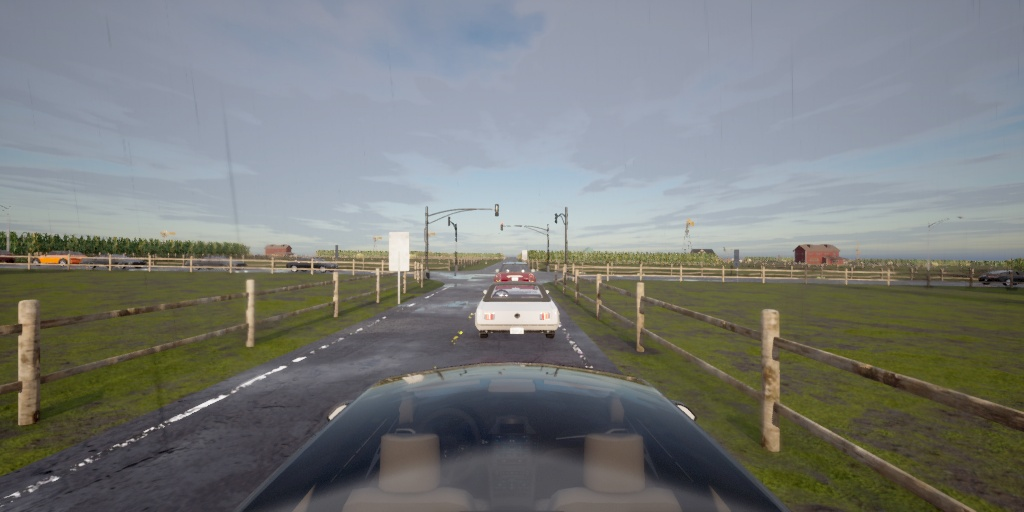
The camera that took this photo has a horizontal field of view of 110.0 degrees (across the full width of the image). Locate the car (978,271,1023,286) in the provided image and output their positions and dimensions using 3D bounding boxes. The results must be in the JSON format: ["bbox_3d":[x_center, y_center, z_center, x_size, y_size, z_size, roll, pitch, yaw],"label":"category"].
[{"bbox_3d":[50.703,2.256,36.485,4.892,1.490,1.837,1,0,0],"label":"car"}]

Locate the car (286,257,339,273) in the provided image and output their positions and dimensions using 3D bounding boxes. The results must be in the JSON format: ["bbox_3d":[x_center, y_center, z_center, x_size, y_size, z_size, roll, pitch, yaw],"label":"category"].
[{"bbox_3d":[-20.334,0.896,36.664,4.892,1.490,1.837,1,0,0],"label":"car"}]

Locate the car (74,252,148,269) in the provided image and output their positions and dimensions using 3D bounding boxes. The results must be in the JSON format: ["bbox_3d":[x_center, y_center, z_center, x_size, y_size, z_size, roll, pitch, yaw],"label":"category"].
[{"bbox_3d":[-40.745,0.570,36.727,5.357,1.411,2.033,1,0,1],"label":"car"}]

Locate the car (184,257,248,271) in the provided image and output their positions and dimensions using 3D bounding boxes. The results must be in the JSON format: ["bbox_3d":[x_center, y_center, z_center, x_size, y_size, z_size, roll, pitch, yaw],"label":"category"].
[{"bbox_3d":[-30.223,0.759,36.694,5.357,1.411,2.033,1,0,1],"label":"car"}]

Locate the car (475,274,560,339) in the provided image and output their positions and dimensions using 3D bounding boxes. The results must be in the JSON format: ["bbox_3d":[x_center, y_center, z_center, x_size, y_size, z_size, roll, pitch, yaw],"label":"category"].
[{"bbox_3d":[0.120,1.351,10.080,1.895,1.301,4.718,0,0,0],"label":"car"}]

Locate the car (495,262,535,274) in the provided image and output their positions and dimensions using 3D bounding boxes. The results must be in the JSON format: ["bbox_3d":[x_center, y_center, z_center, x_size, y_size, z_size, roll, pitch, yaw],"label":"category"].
[{"bbox_3d":[0.171,1.103,19.068,2.097,1.767,4.553,0,0,1],"label":"car"}]
